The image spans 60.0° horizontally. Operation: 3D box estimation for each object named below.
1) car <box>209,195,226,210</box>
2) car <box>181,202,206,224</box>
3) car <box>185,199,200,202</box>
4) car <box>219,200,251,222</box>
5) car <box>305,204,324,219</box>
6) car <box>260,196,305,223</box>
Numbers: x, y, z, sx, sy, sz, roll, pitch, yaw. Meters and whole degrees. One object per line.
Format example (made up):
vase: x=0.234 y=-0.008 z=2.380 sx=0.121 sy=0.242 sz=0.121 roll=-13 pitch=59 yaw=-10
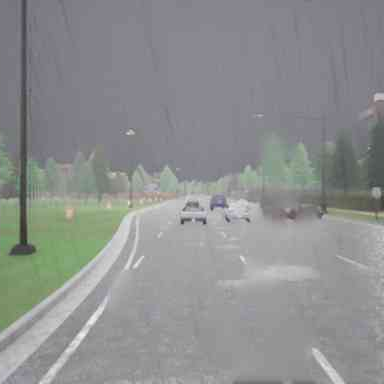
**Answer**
car: x=3.602 y=1.439 z=45.929 sx=2.150 sy=2.045 sz=5.566 roll=0 pitch=0 yaw=0
car: x=0.106 y=1.723 z=25.932 sx=1.895 sy=1.301 sz=4.718 roll=0 pitch=0 yaw=0
car: x=0.102 y=1.699 z=47.033 sx=1.882 sy=1.535 sz=5.008 roll=0 pitch=0 yaw=0
car: x=3.592 y=1.656 z=27.638 sx=1.812 sy=1.442 sz=4.674 roll=0 pitch=0 yaw=0
car: x=10.508 y=1.747 z=30.988 sx=1.895 sy=1.301 sz=4.718 roll=0 pitch=0 yaw=0
car: x=7.105 y=1.479 z=26.869 sx=2.097 sy=1.767 sz=4.553 roll=0 pitch=0 yaw=0
